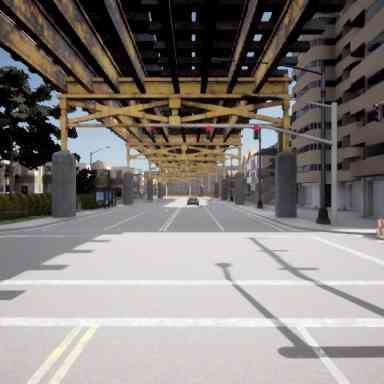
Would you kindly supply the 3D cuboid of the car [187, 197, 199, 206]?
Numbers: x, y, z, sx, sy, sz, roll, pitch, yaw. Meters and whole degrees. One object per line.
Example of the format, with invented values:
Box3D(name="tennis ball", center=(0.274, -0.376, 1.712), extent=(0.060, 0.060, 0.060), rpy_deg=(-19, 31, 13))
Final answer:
Box3D(name="car", center=(0.178, 1.561, 56.250), extent=(1.994, 1.385, 4.181), rpy_deg=(0, 0, 0))
